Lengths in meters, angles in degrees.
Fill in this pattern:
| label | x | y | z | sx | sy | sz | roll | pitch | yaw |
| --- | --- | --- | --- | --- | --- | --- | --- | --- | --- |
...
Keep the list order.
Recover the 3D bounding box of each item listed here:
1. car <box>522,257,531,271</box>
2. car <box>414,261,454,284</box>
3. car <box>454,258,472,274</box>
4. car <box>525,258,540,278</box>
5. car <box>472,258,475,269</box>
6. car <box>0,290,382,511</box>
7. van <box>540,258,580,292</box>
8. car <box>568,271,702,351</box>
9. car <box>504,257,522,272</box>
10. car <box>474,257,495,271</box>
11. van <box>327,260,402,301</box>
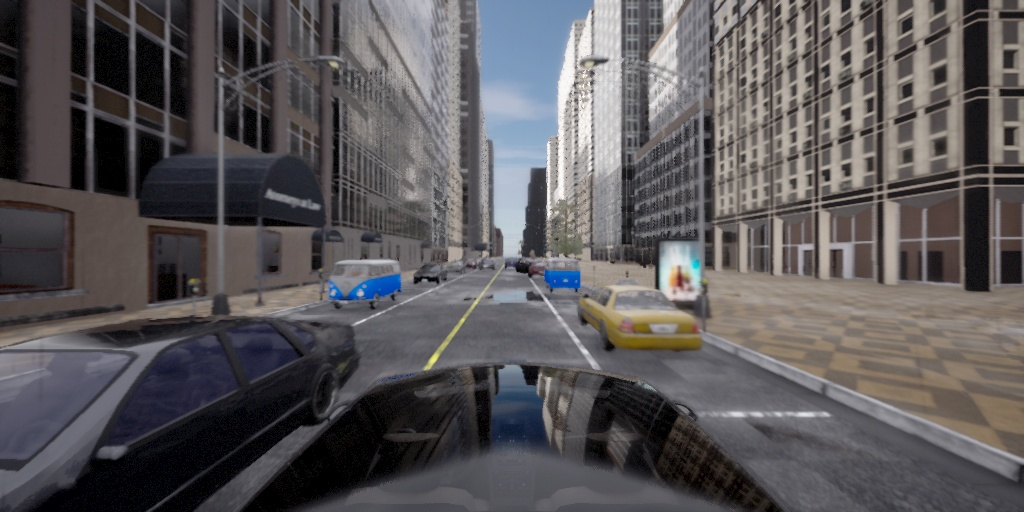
| label | x | y | z | sx | sy | sz | roll | pitch | yaw |
| --- | --- | --- | --- | --- | --- | --- | --- | --- | --- |
| car | 2.684 | 1.068 | 54.037 | 2.007 | 1.370 | 4.403 | 0 | 0 | 0 |
| car | -5.693 | 1.208 | 25.613 | 1.948 | 1.339 | 4.313 | 0 | 0 | 0 |
| car | -5.694 | 1.142 | 36.991 | 2.007 | 1.370 | 4.403 | 0 | 0 | 0 |
| car | 2.348 | 1.141 | 31.536 | 1.812 | 1.442 | 4.674 | 0 | 0 | 0 |
| car | -5.696 | 0.981 | 48.369 | 1.967 | 1.591 | 4.097 | 0 | 0 | 0 |
| car | -3.101 | 1.292 | 2.949 | 2.033 | 1.411 | 5.357 | 0 | 0 | 0 |
| van | 2.689 | 1.008 | 19.904 | 1.690 | 1.789 | 3.998 | 0 | 0 | 0 |
| car | 2.690 | 1.244 | 8.696 | 1.751 | 1.417 | 4.829 | 0 | 0 | 0 |
| car | 0.004 | 0.884 | 50.684 | 2.097 | 1.767 | 4.553 | 0 | 0 | 0 |
| car | -3.078 | 1.049 | 44.714 | 2.128 | 1.511 | 4.902 | 0 | 0 | 0 |
| van | -5.692 | 1.034 | 14.234 | 1.690 | 1.789 | 3.998 | 0 | 0 | 0 |
